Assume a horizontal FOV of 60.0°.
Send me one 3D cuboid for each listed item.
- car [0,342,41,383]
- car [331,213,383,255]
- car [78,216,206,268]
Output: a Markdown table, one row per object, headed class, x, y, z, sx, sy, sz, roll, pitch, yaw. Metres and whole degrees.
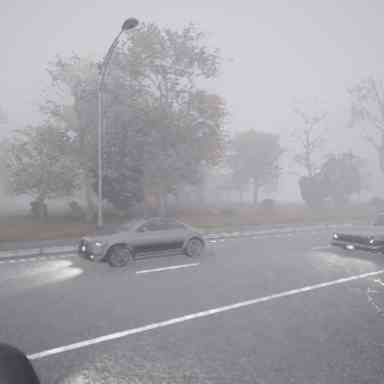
| class | x | y | z | sx | sy | sz | roll | pitch | yaw |
| --- | --- | --- | --- | --- | --- | --- | --- | --- | --- |
| car | -2.861 | 1.552 | 1.568 | 4.181 | 1.385 | 1.994 | 0 | 0 | -36 |
| car | 7.821 | 1.535 | 12.921 | 5.357 | 1.411 | 2.033 | 0 | 0 | -30 |
| car | -1.598 | 1.531 | 11.178 | 4.181 | 1.385 | 1.994 | 0 | 0 | -33 |
